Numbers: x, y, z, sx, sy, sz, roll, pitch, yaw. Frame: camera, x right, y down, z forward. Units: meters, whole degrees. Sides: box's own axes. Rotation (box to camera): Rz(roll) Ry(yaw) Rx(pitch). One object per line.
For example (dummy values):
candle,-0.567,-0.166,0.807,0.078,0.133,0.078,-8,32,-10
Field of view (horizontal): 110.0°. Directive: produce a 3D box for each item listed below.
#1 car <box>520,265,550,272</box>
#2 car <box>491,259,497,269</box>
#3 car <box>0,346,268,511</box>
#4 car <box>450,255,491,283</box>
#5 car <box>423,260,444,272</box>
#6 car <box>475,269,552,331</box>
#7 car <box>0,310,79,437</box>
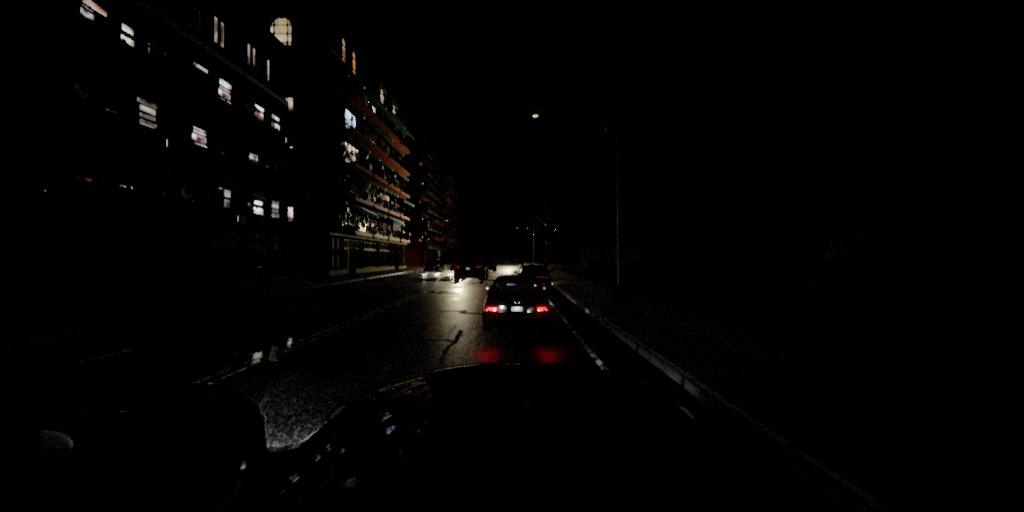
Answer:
car,1.171,1.252,20.640,1.837,1.490,4.892,0,0,0
car,-3.076,1.090,46.553,2.097,1.767,4.553,0,0,1
car,-3.150,1.313,1.441,1.994,1.385,4.181,0,0,0
car,-3.104,0.968,27.875,2.150,2.045,5.566,0,0,0
car,-9.772,1.243,45.026,1.837,1.490,4.892,0,0,0
car,0.119,1.296,10.952,2.033,1.411,5.357,0,0,0
car,-6.597,1.351,2.314,1.895,1.301,4.718,0,0,0
